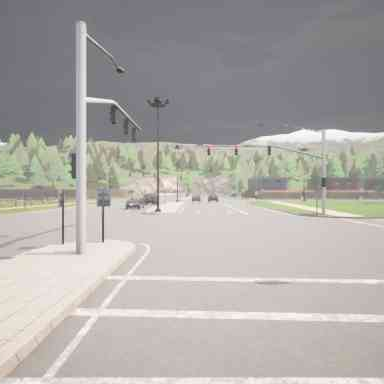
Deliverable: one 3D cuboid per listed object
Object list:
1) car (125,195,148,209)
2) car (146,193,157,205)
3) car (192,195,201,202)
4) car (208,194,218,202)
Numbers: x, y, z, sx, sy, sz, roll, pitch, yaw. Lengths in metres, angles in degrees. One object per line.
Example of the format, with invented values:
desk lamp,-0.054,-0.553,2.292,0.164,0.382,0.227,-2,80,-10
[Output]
car,-7.573,1.491,44.319,2.128,1.511,4.902,0,0,1
car,-7.332,1.223,58.001,2.150,2.045,5.566,0,0,2
car,0.878,1.358,69.786,2.128,1.511,4.902,0,0,1
car,4.377,1.188,69.710,2.097,1.767,4.553,0,0,1
